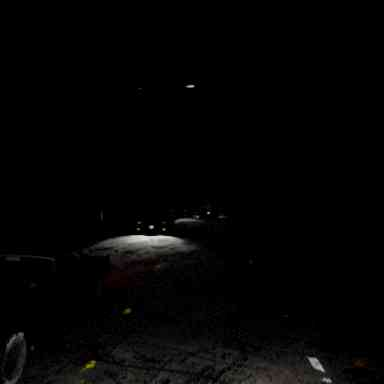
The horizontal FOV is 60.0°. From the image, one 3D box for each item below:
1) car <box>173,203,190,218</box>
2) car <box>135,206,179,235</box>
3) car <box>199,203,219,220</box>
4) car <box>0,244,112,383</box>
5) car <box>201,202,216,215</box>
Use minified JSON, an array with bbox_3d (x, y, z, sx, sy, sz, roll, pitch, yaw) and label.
[{"bbox_3d":[-1.274,1.966,35.860,1.882,1.535,5.008,0,-2,3],"label":"car"},{"bbox_3d":[-2.138,1.756,20.205,1.994,1.385,4.181,0,-1,3],"label":"car"},{"bbox_3d":[1.714,2.035,33.985,1.994,1.385,4.181,0,-1,3],"label":"car"},{"bbox_3d":[-2.889,1.634,5.474,1.895,1.301,4.718,0,-1,3],"label":"car"},{"bbox_3d":[2.195,2.196,44.449,1.882,1.535,5.008,0,-1,3],"label":"car"}]
